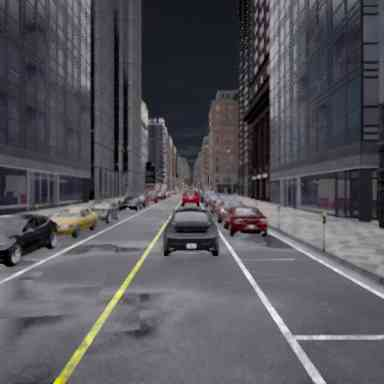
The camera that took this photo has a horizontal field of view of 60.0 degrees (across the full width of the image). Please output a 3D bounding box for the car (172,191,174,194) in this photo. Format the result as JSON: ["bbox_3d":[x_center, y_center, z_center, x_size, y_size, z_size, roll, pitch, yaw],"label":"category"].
[{"bbox_3d":[-6.367,0.574,84.133,1.887,1.381,4.507,1,1,0],"label":"car"}]

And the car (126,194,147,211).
[{"bbox_3d":[-6.056,1.171,33.516,1.947,1.339,4.313,1,1,0],"label":"car"}]

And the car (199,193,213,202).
[{"bbox_3d":[2.331,0.896,56.057,2.008,1.369,4.403,1,1,0],"label":"car"}]

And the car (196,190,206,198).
[{"bbox_3d":[2.195,0.406,78.550,2.192,1.841,5.009,1,1,0],"label":"car"}]

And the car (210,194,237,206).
[{"bbox_3d":[2.540,1.175,22.312,1.967,1.590,4.097,1,1,0],"label":"car"}]

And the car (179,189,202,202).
[{"bbox_3d":[-0.161,0.727,42.223,2.150,2.045,5.566,0,1,0],"label":"car"}]

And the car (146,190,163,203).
[{"bbox_3d":[-6.158,0.725,50.385,2.192,1.841,5.009,1,1,0],"label":"car"}]

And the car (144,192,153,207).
[{"bbox_3d":[-6.091,1.084,39.140,1.887,1.381,4.507,1,1,0],"label":"car"}]

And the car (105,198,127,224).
[{"bbox_3d":[-5.987,1.287,22.268,2.008,1.369,4.403,1,1,0],"label":"car"}]

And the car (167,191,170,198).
[{"bbox_3d":[-6.261,0.534,67.258,2.192,1.841,5.009,1,1,0],"label":"car"}]

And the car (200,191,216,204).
[{"bbox_3d":[2.368,0.724,50.430,2.192,1.841,5.009,1,1,0],"label":"car"}]

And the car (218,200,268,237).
[{"bbox_3d":[2.573,1.346,16.690,1.887,1.381,4.507,1,1,0],"label":"car"}]

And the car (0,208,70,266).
[{"bbox_3d":[-5.918,1.435,11.020,1.947,1.339,4.313,1,1,0],"label":"car"}]

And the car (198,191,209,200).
[{"bbox_3d":[2.263,0.658,67.303,1.967,1.590,4.097,1,1,0],"label":"car"}]

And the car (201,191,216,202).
[{"bbox_3d":[2.436,0.978,39.184,1.967,1.590,4.097,1,1,0],"label":"car"}]

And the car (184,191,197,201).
[{"bbox_3d":[-0.270,0.651,60.136,2.097,1.767,4.553,0,1,0],"label":"car"}]

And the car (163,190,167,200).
[{"bbox_3d":[-6.229,0.827,61.636,1.887,1.381,4.507,1,1,0],"label":"car"}]

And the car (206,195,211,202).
[{"bbox_3d":[2.504,1.214,27.938,1.887,1.381,4.507,1,1,0],"label":"car"}]

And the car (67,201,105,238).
[{"bbox_3d":[-5.951,1.330,16.474,1.752,1.417,4.829,1,1,0],"label":"car"}]

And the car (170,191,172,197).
[{"bbox_3d":[-6.332,0.620,78.338,1.752,1.417,4.829,1,1,0],"label":"car"}]

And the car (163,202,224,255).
[{"bbox_3d":[-0.045,1.356,12.525,1.837,1.490,4.892,0,1,-1],"label":"car"}]
